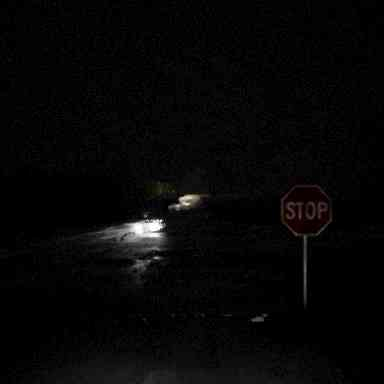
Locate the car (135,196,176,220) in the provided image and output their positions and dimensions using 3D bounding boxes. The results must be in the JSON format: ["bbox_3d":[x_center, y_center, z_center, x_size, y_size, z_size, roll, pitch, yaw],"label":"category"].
[{"bbox_3d":[-2.961,1.371,25.874,2.128,1.511,4.902,0,1,7],"label":"car"}]

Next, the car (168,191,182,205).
[{"bbox_3d":[-2.799,1.043,48.758,1.882,1.535,5.008,0,2,0],"label":"car"}]

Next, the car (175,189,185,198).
[{"bbox_3d":[-2.828,0.332,73.272,2.150,2.045,5.566,0,1,0],"label":"car"}]
